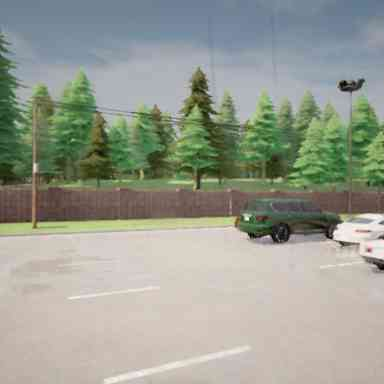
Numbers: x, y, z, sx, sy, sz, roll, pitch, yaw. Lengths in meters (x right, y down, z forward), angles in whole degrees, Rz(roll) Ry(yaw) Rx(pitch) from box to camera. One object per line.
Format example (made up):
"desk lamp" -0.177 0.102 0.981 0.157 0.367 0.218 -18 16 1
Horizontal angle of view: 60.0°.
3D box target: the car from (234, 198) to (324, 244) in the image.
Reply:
"car" 4.932 1.342 16.474 5.566 2.045 2.150 1 0 -26

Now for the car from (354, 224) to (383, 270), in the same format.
"car" 7.326 1.706 9.854 4.718 1.301 1.895 1 0 -26

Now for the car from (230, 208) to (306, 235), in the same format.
"car" 4.642 1.702 20.224 4.181 1.385 1.994 1 0 -26

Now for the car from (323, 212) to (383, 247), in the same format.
"car" 8.082 1.658 14.128 4.674 1.442 1.812 1 0 -26
